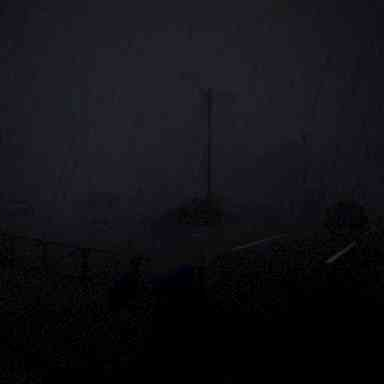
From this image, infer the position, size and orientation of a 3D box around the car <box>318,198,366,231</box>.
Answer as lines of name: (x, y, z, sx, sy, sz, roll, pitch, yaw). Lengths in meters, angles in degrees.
car: (8.636, 1.291, 18.642, 1.845, 1.501, 3.633, 1, 0, 35)

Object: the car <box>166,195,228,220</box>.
car: (0.489, 1.191, 24.427, 2.007, 1.523, 4.514, 1, 0, 35)

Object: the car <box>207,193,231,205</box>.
car: (3.285, 0.973, 44.587, 2.152, 1.636, 5.027, 1, 0, 35)

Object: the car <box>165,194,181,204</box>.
car: (-2.150, 1.001, 48.016, 1.970, 1.475, 3.806, 1, 0, 35)

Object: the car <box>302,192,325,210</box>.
car: (13.748, 0.997, 37.223, 1.905, 1.878, 3.866, 1, 0, 35)

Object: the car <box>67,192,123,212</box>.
car: (-9.286, 0.893, 32.177, 1.932, 1.855, 4.605, 1, 0, 35)

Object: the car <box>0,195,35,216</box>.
car: (-14.137, 1.157, 25.223, 1.970, 1.475, 3.806, 1, 0, 35)

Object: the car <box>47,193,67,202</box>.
car: (-22.781, 0.888, 57.994, 2.128, 1.511, 4.902, 1, 1, 36)

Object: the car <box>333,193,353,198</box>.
car: (16.361, 1.040, 35.888, 1.932, 1.855, 4.605, 1, 0, 35)

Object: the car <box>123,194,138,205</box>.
car: (-9.202, 1.038, 44.360, 2.007, 1.523, 4.514, 1, 0, 35)
